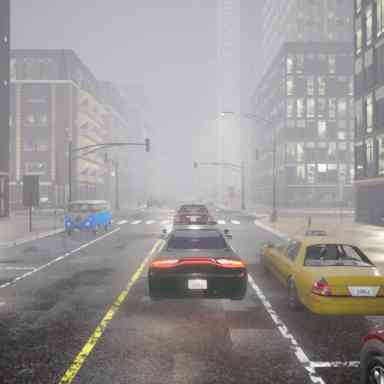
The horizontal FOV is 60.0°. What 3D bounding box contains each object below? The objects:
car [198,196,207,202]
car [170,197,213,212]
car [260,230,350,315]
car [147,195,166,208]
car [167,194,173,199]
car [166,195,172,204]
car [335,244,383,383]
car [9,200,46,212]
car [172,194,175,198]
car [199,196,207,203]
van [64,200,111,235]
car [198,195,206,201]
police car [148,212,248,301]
[{"bbox_3d":[2.677,1.801,84.812,1.947,1.339,4.313,0,0,0],"label":"car"},{"bbox_3d":[0.081,1.369,18.592,2.097,1.767,4.553,0,0,0],"label":"car"},{"bbox_3d":[2.705,1.529,7.554,1.752,1.417,4.829,1,0,0],"label":"car"},{"bbox_3d":[-5.693,1.408,50.834,2.192,1.841,5.009,0,0,0],"label":"car"},{"bbox_3d":[-5.700,1.761,73.484,1.802,1.307,4.206,0,0,0],"label":"car"},{"bbox_3d":[-5.699,1.720,67.821,1.947,1.339,4.313,0,0,0],"label":"car"},{"bbox_3d":[2.706,1.441,1.860,1.967,1.590,4.097,1,0,0],"label":"car"},{"bbox_3d":[-19.062,1.538,37.834,4.507,1.381,1.887,0,-1,0],"label":"car"},{"bbox_3d":[-5.701,1.647,79.147,1.967,1.590,4.097,0,0,0],"label":"car"},{"bbox_3d":[2.679,1.733,79.318,1.752,1.417,4.829,0,0,0],"label":"car"},{"bbox_3d":[-5.663,1.358,18.429,1.690,1.788,3.998,1,0,0],"label":"van"},{"bbox_3d":[2.677,1.705,90.475,1.967,1.590,4.097,0,0,0],"label":"car"},{"bbox_3d":[0.100,1.509,8.482,2.038,1.542,4.974,0,0,0],"label":"police car"}]
